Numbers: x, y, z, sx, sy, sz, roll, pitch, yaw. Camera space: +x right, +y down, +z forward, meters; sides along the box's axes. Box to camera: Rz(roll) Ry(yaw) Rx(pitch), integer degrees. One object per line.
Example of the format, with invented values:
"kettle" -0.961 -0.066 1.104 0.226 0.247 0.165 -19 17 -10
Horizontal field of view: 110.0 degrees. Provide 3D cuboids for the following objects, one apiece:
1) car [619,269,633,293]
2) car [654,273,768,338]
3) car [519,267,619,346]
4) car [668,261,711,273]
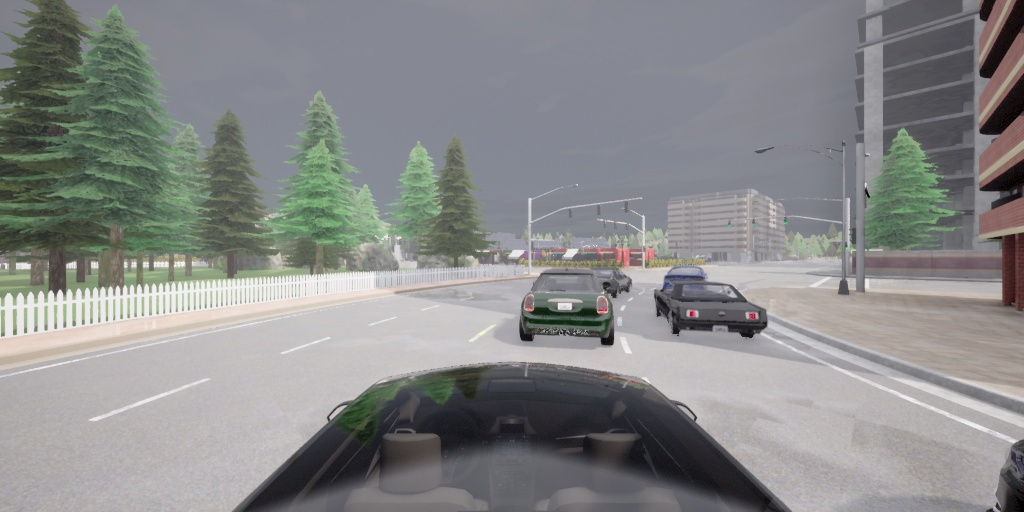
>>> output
"car" 4.901 1.298 18.704 2.033 1.411 5.357 0 0 29
"car" 5.262 1.351 10.223 1.895 1.301 4.718 0 0 15
"car" 1.587 1.102 9.768 2.097 1.767 4.553 0 0 12
"car" 9.225 1.228 18.850 1.882 1.535 5.008 0 0 31
